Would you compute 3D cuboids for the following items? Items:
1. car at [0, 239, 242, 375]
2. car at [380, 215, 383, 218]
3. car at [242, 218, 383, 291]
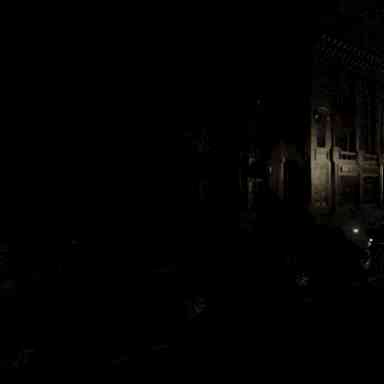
[{"bbox_3d":[-1.464,1.551,5.607,4.313,1.339,1.947,-1,0,-36],"label":"car"},{"bbox_3d":[7.712,1.451,12.154,4.403,1.369,2.008,-1,0,-36],"label":"car"},{"bbox_3d":[3.124,1.508,8.880,4.313,1.339,1.947,-1,0,-36],"label":"car"}]
